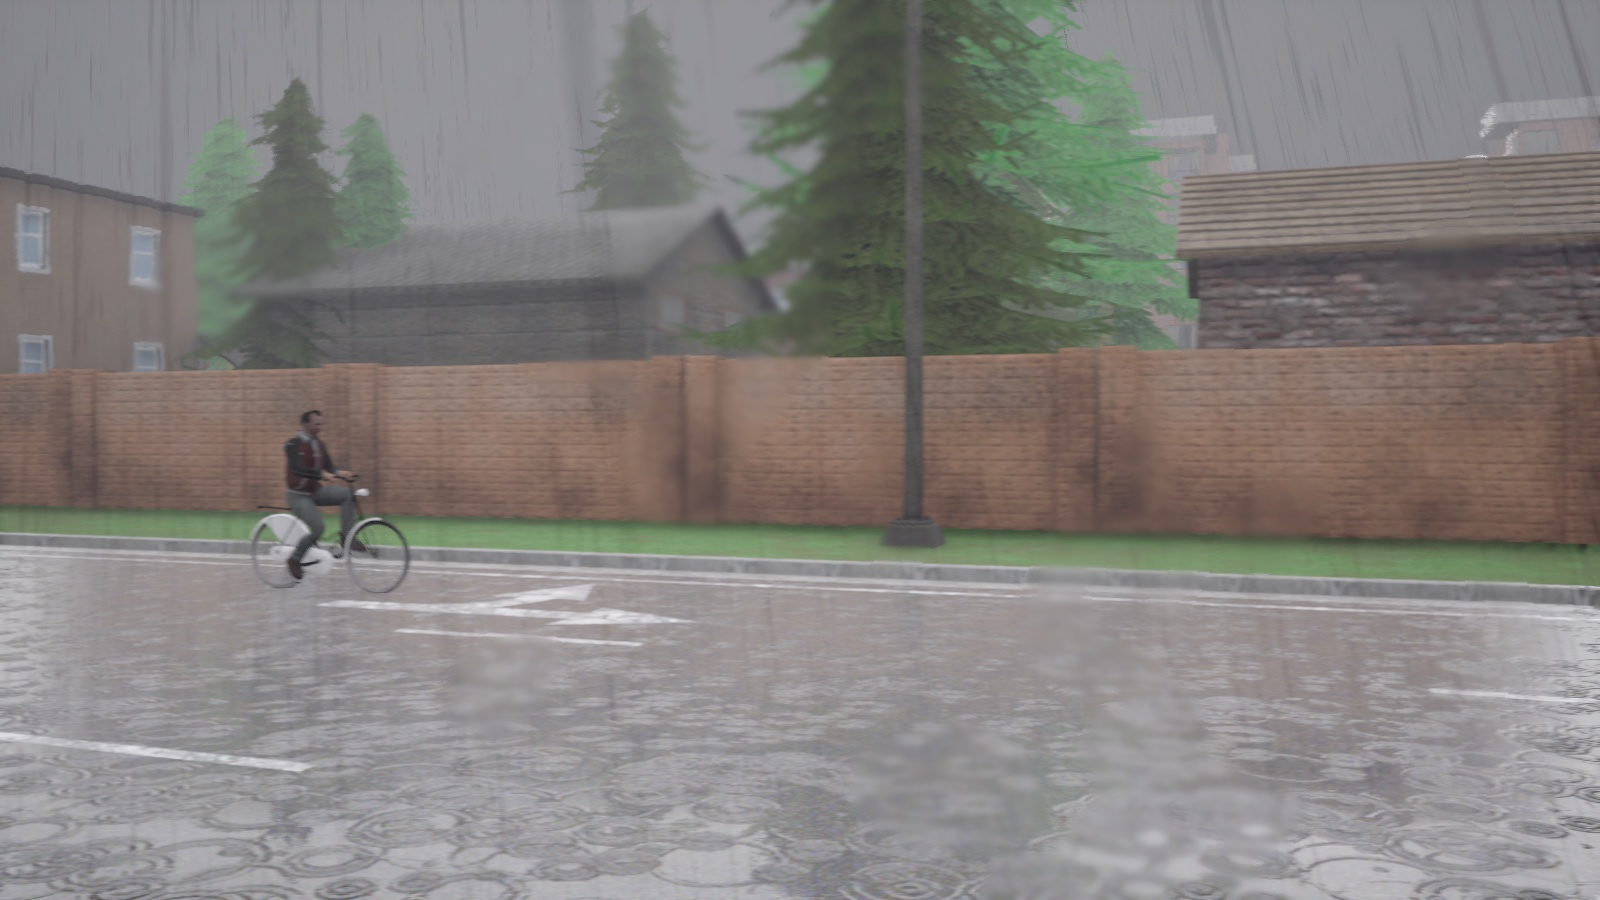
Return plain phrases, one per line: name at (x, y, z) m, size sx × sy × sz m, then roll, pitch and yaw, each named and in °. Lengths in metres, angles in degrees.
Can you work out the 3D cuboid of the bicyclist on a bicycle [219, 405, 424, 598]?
bicyclist on a bicycle at (-4.621, 0.460, 12.135) m, size 1.843 × 1.776 × 0.659 m, roll 0°, pitch 1°, yaw 19°
